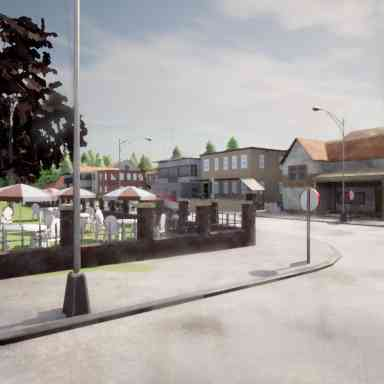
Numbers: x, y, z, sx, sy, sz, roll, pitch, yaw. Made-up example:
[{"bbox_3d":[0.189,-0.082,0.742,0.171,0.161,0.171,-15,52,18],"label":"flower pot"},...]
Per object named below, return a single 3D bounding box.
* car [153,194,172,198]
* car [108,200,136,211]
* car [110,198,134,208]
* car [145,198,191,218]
[{"bbox_3d":[-4.439,1.221,40.988,2.150,2.045,5.566,0,0,-35],"label":"car"},{"bbox_3d":[-8.306,1.491,39.207,2.128,1.511,4.902,0,0,-35],"label":"car"},{"bbox_3d":[-10.451,1.564,49.437,1.994,1.385,4.181,0,0,-35],"label":"car"},{"bbox_3d":[-2.296,1.547,30.745,2.033,1.411,5.357,0,0,-35],"label":"car"}]
